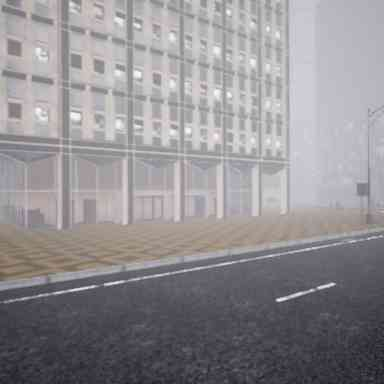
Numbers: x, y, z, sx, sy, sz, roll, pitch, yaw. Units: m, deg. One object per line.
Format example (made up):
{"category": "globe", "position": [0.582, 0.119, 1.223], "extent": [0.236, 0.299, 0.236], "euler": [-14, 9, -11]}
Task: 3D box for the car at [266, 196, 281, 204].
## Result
{"category": "car", "position": [16.819, 1.710, 68.732], "extent": [1.837, 1.490, 4.892], "euler": [0, 0, -8]}
